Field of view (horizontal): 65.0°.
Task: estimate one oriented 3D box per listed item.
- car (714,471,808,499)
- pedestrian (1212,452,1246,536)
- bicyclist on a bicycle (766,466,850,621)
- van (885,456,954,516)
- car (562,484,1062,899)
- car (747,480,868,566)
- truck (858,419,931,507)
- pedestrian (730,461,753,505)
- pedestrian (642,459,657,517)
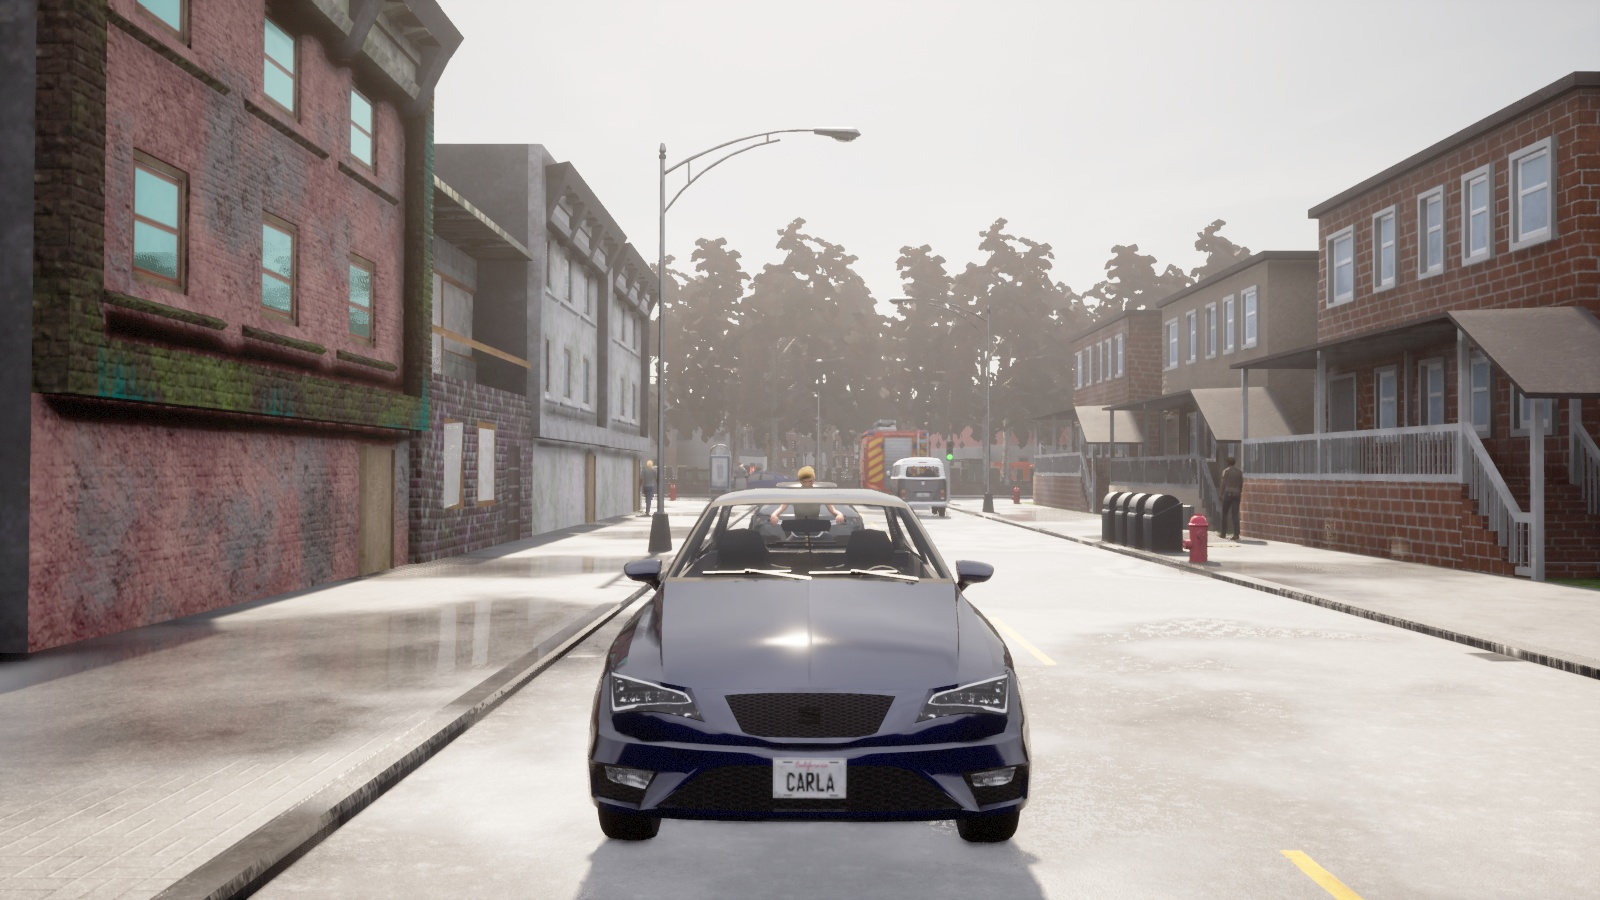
[{"bbox_3d":[-2.203,1.989,70.927,5.008,1.535,1.882,-1,-1,24],"label":"car"},{"bbox_3d":[9.278,0.942,27.169,0.328,1.805,0.869,0,-1,-9],"label":"pedestrian"},{"bbox_3d":[0.084,0.983,13.839,0.866,1.612,1.509,0,-1,0],"label":"bicyclist on a bicycle"},{"bbox_3d":[4.232,1.279,45.238,2.069,2.038,4.480,0,-1,0],"label":"van"},{"bbox_3d":[0.049,0.940,6.673,1.816,1.474,4.193,0,-1,0],"label":"car"},{"bbox_3d":[0.126,1.261,22.824,1.994,1.385,4.181,0,-1,0],"label":"car"},{"bbox_3d":[4.317,0.621,58.979,2.891,3.827,8.468,0,-1,1],"label":"truck"},{"bbox_3d":[-2.636,1.478,56.317,0.659,1.952,0.873,-1,-1,28],"label":"pedestrian"},{"bbox_3d":[-4.878,1.225,40.636,0.354,1.836,0.706,0,-1,5],"label":"pedestrian"}]
